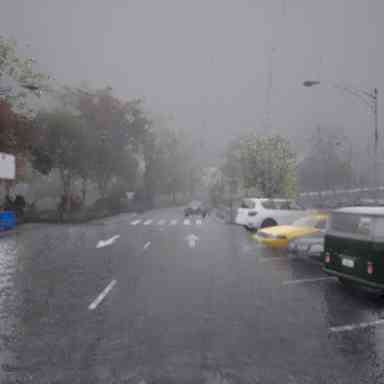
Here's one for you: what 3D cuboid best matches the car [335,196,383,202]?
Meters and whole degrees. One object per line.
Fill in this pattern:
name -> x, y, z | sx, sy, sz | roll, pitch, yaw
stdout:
car -> 18.338, 1.585, 36.097 | 2.435, 2.045, 5.566 | 0, 0, -21

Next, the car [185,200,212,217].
car -> 0.770, 1.686, 35.217 | 2.097, 1.767, 4.553 | 0, 0, 13

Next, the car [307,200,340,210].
car -> 20.929, 2.032, 53.155 | 2.163, 1.488, 4.792 | 0, -1, -21

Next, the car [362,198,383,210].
car -> 30.008, 1.884, 53.408 | 2.185, 1.767, 4.553 | 1, -2, -22

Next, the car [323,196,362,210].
car -> 23.952, 1.754, 53.241 | 2.435, 2.045, 5.566 | 0, -1, -21

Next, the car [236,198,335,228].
car -> 5.379, 1.424, 20.099 | 5.566, 2.045, 2.435 | 1, -1, -20

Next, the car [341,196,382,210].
car -> 27.012, 1.755, 53.279 | 2.435, 2.045, 5.566 | 1, -2, -22

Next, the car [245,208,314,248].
car -> 5.193, 1.613, 14.004 | 5.366, 1.575, 1.946 | 1, 0, -20

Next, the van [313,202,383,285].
van -> 5.484, 1.338, 8.108 | 4.442, 1.987, 1.878 | 1, -1, -20

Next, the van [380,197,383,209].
van -> 32.988, 1.788, 53.562 | 1.878, 1.987, 4.442 | 0, -1, -22

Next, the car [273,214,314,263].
car -> 5.376, 1.631, 11.062 | 4.674, 1.452, 2.002 | 1, 0, -20

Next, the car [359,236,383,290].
car -> 5.364, 1.534, 5.060 | 5.008, 1.535, 2.097 | 1, -1, -20
